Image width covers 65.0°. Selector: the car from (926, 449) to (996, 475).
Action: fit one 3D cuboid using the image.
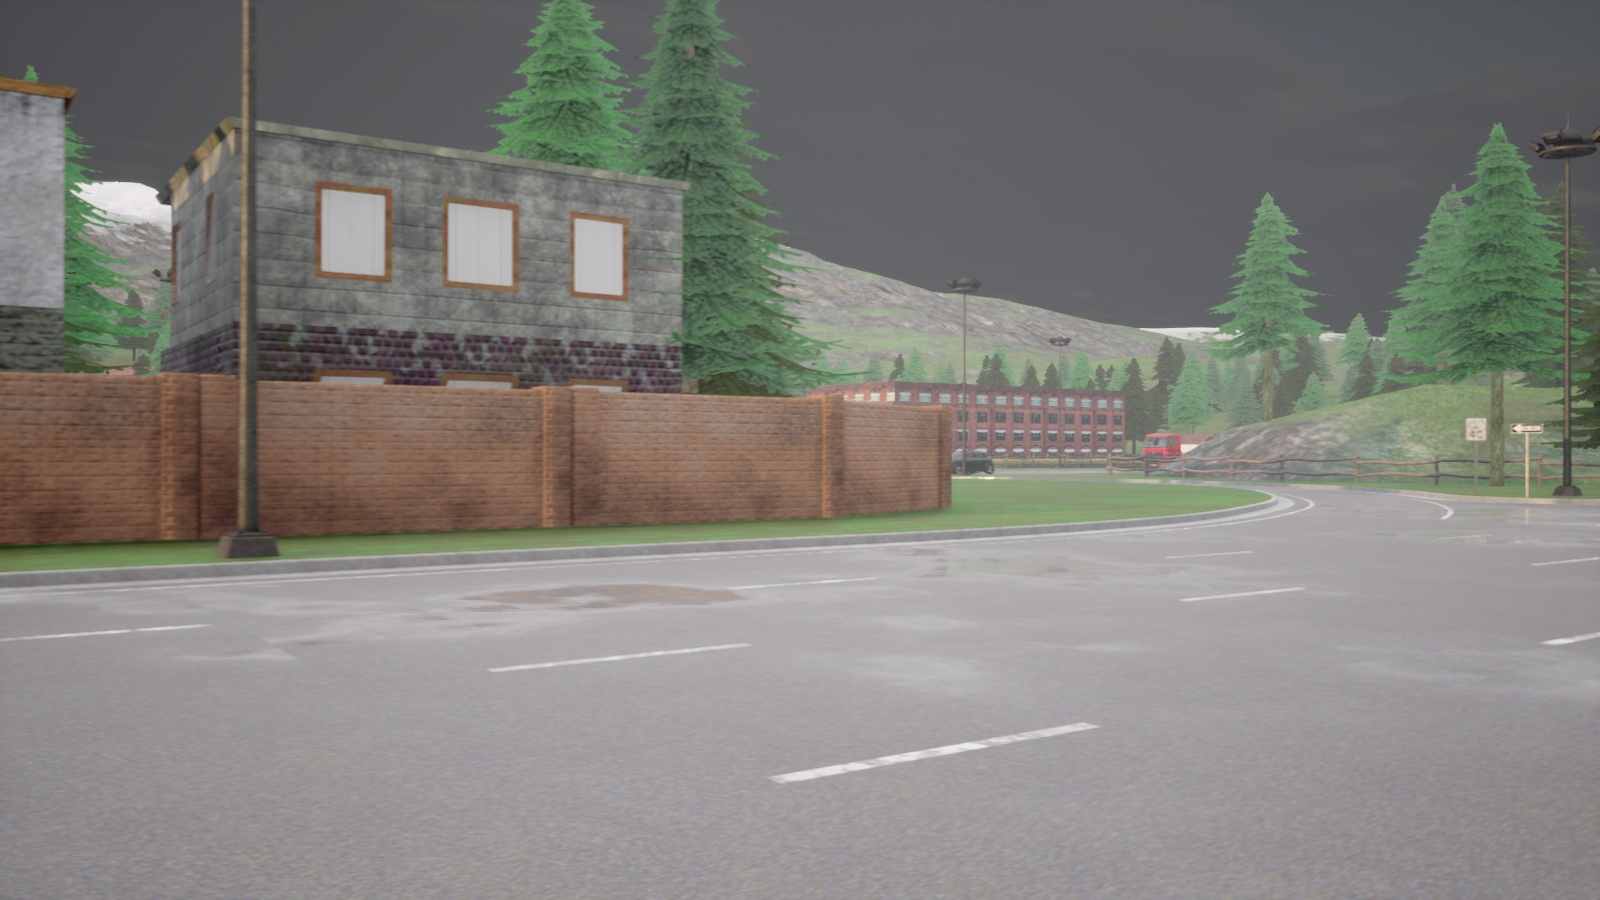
[{"bbox_3d":[11.267,0.795,87.773,4.553,1.767,2.097,0,0,-35],"label":"car"}]
